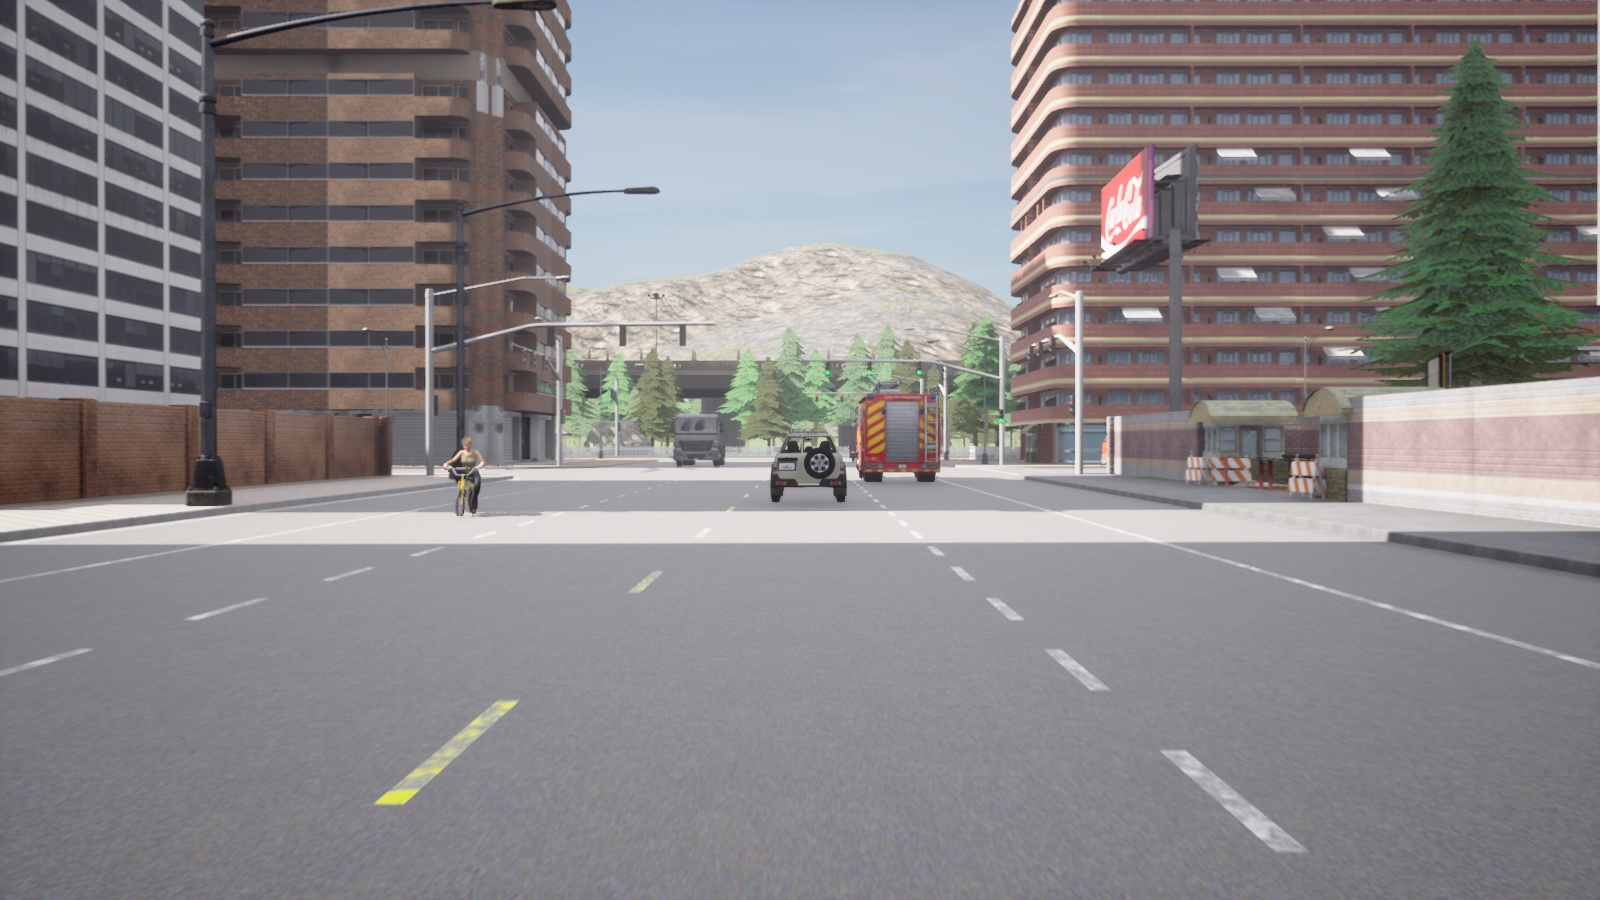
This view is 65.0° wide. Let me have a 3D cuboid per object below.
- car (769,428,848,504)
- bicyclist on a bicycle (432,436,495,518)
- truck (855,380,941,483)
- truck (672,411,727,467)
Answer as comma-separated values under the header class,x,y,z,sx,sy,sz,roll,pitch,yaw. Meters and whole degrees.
class,x,y,z,sx,sy,sz,roll,pitch,yaw
car,0.218,0.378,32.948,1.932,1.855,4.605,0,0,0
bicyclist on a bicycle,-6.823,0.534,25.518,0.866,1.612,1.509,0,0,1
truck,3.831,-0.703,51.068,2.891,3.827,8.468,0,0,0
truck,-6.477,-0.704,82.224,2.891,3.462,7.936,0,0,0
